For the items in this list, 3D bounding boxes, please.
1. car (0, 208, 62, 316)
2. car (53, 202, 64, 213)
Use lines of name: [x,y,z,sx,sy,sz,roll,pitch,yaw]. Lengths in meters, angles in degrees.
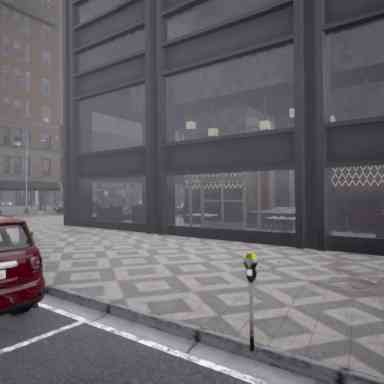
car: [-4.811,1.315,6.282,5.009,1.841,2.192,0,-1,35]
car: [-13.121,1.452,38.441,2.150,2.045,5.566,-1,-1,36]
